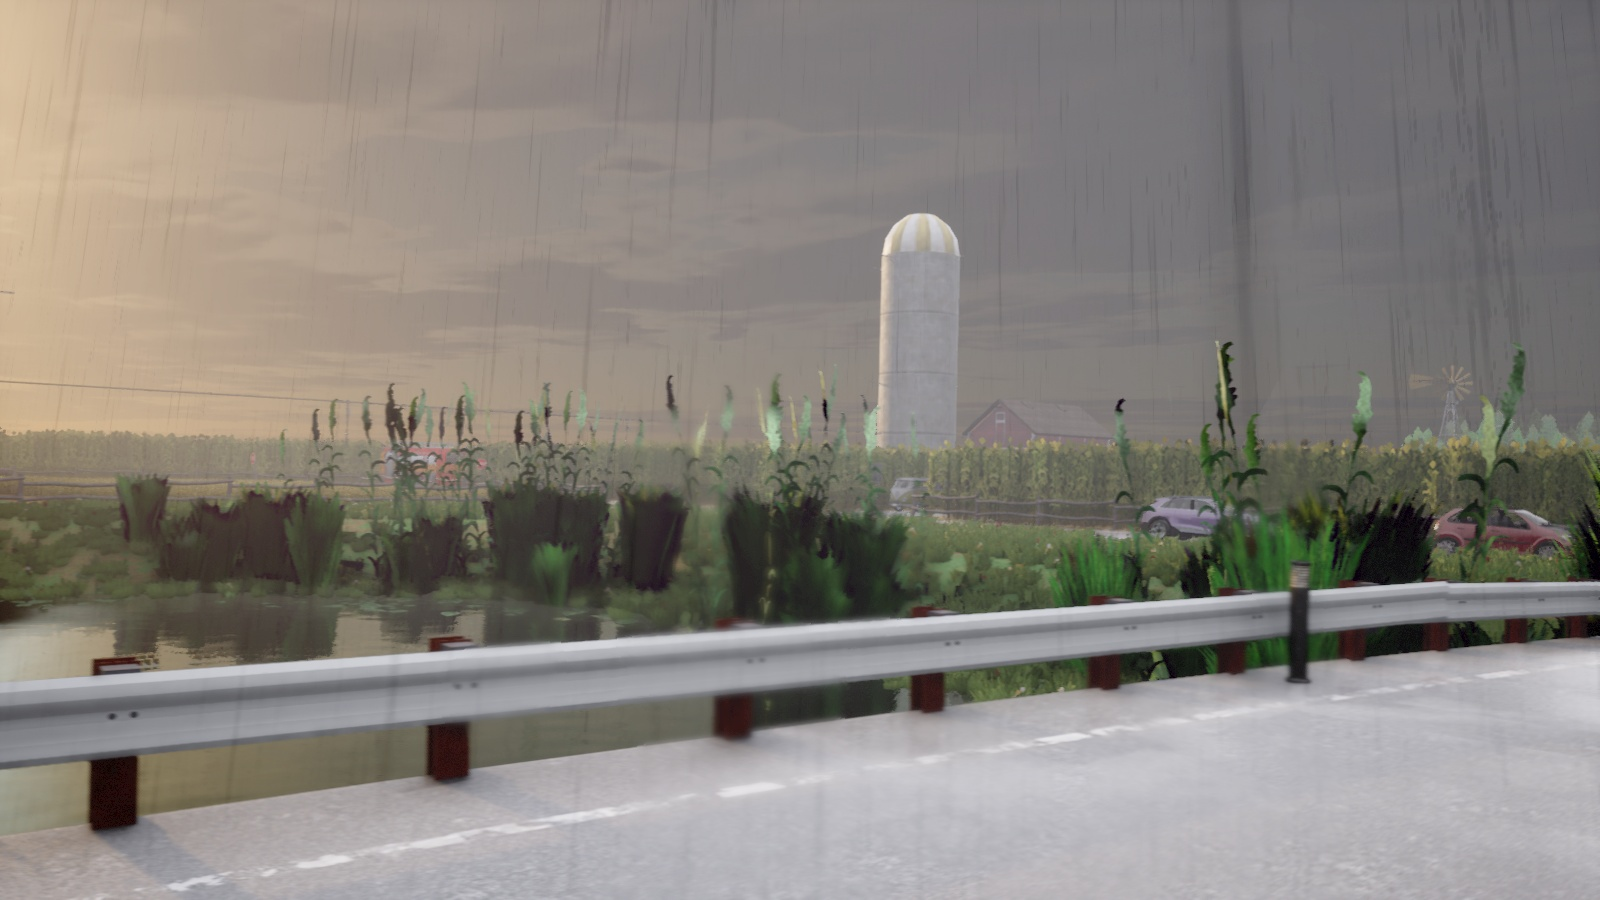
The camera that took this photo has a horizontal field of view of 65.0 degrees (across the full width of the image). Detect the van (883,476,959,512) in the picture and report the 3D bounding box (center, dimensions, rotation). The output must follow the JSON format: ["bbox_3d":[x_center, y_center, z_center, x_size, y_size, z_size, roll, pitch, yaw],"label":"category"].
[{"bbox_3d":[6.992,2.540,72.341,4.442,1.987,1.775,2,-1,-42],"label":"van"}]

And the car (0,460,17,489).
[{"bbox_3d":[-52.698,1.547,80.549,3.866,1.878,1.905,2,-1,-43],"label":"car"}]

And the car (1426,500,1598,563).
[{"bbox_3d":[20.727,2.325,36.649,1.851,1.617,3.988,2,-1,-43],"label":"car"}]

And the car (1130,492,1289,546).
[{"bbox_3d":[14.198,2.353,43.719,2.033,1.649,4.856,2,-1,-43],"label":"car"}]
